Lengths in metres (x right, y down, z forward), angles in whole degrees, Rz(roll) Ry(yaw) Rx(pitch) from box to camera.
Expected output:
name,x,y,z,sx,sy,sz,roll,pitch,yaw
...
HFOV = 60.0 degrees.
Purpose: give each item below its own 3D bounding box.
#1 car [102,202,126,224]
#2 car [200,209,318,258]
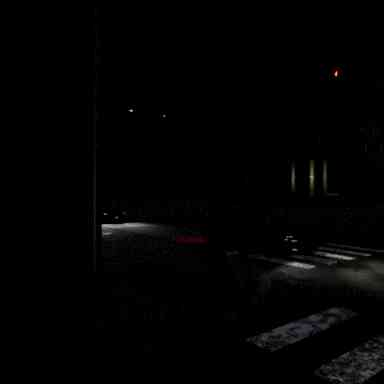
name,x,y,z,sx,sy,sz,roll,pitch,yaw
car,-6.610,1.532,25.137,1.812,1.442,4.674,0,0,-36
car,2.427,1.480,13.072,1.882,1.535,5.008,0,0,-39
